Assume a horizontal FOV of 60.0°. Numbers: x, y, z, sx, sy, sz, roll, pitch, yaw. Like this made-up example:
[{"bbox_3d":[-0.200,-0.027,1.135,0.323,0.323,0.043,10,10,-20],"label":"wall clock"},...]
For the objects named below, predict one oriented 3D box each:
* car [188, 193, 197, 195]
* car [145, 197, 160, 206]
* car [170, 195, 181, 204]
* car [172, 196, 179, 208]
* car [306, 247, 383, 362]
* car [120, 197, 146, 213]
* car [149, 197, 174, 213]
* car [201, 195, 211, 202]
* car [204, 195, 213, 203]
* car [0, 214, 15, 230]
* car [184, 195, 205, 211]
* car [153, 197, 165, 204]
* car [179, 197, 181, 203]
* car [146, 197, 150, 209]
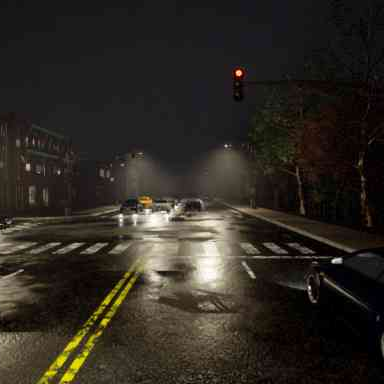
[{"bbox_3d":[0.078,1.198,68.669,2.150,2.045,5.566,0,0,0],"label":"car"},{"bbox_3d":[-6.595,1.545,55.815,1.994,1.385,4.181,0,0,0],"label":"car"},{"bbox_3d":[-3.304,1.453,66.596,1.882,1.535,5.008,0,0,0],"label":"car"},{"bbox_3d":[-3.354,1.476,46.240,2.128,1.511,4.902,0,0,0],"label":"car"},{"bbox_3d":[3.336,1.563,5.288,1.994,1.385,4.181,0,0,1],"label":"car"},{"bbox_3d":[-6.631,1.515,36.819,1.812,1.442,4.674,0,0,1],"label":"car"},{"bbox_3d":[-3.352,1.515,36.972,1.812,1.442,4.674,0,0,0],"label":"car"},{"bbox_3d":[3.223,1.509,78.568,2.033,1.411,5.357,0,0,0],"label":"car"},{"bbox_3d":[3.329,1.466,68.384,2.128,1.511,4.902,0,0,0],"label":"car"},{"bbox_3d":[-13.175,1.634,19.923,4.892,1.490,1.837,-1,0,6],"label":"car"},{"bbox_3d":[0.080,1.480,39.985,2.128,1.511,4.902,0,0,0],"label":"car"},{"bbox_3d":[-6.557,1.577,65.737,1.895,1.301,4.718,0,0,0],"label":"car"},{"bbox_3d":[-3.339,1.581,56.320,1.895,1.301,4.718,0,0,0],"label":"car"},{"bbox_3d":[-6.603,1.463,45.904,1.882,1.535,5.008,0,0,0],"label":"car"}]
